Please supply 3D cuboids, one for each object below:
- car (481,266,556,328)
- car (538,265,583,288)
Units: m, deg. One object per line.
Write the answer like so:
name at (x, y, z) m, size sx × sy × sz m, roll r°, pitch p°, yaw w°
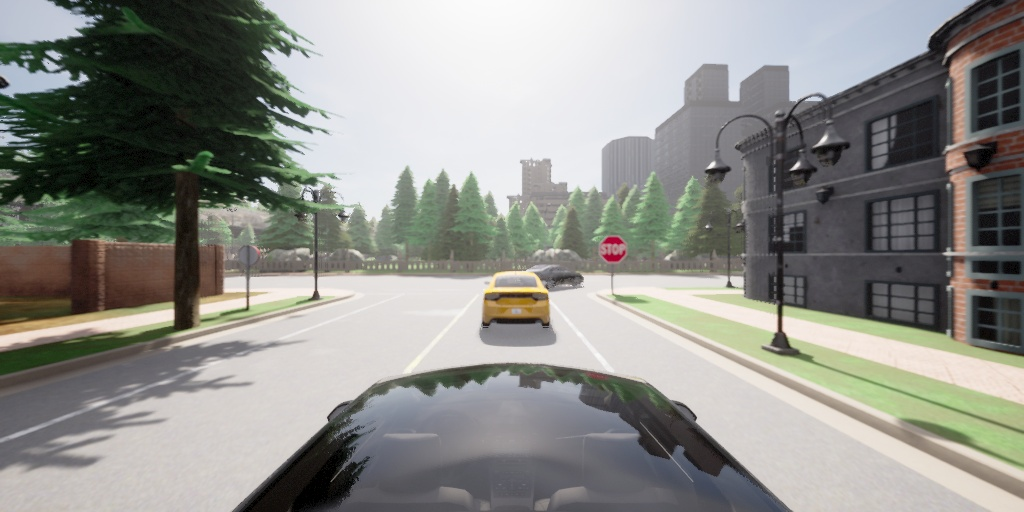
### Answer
car at (0.108, 1.238, 11.501) m, size 1.882 × 1.535 × 5.008 m, roll 0°, pitch 0°, yaw 0°
car at (2.636, 1.303, 22.841) m, size 2.128 × 1.511 × 4.902 m, roll -1°, pitch -1°, yaw 44°
